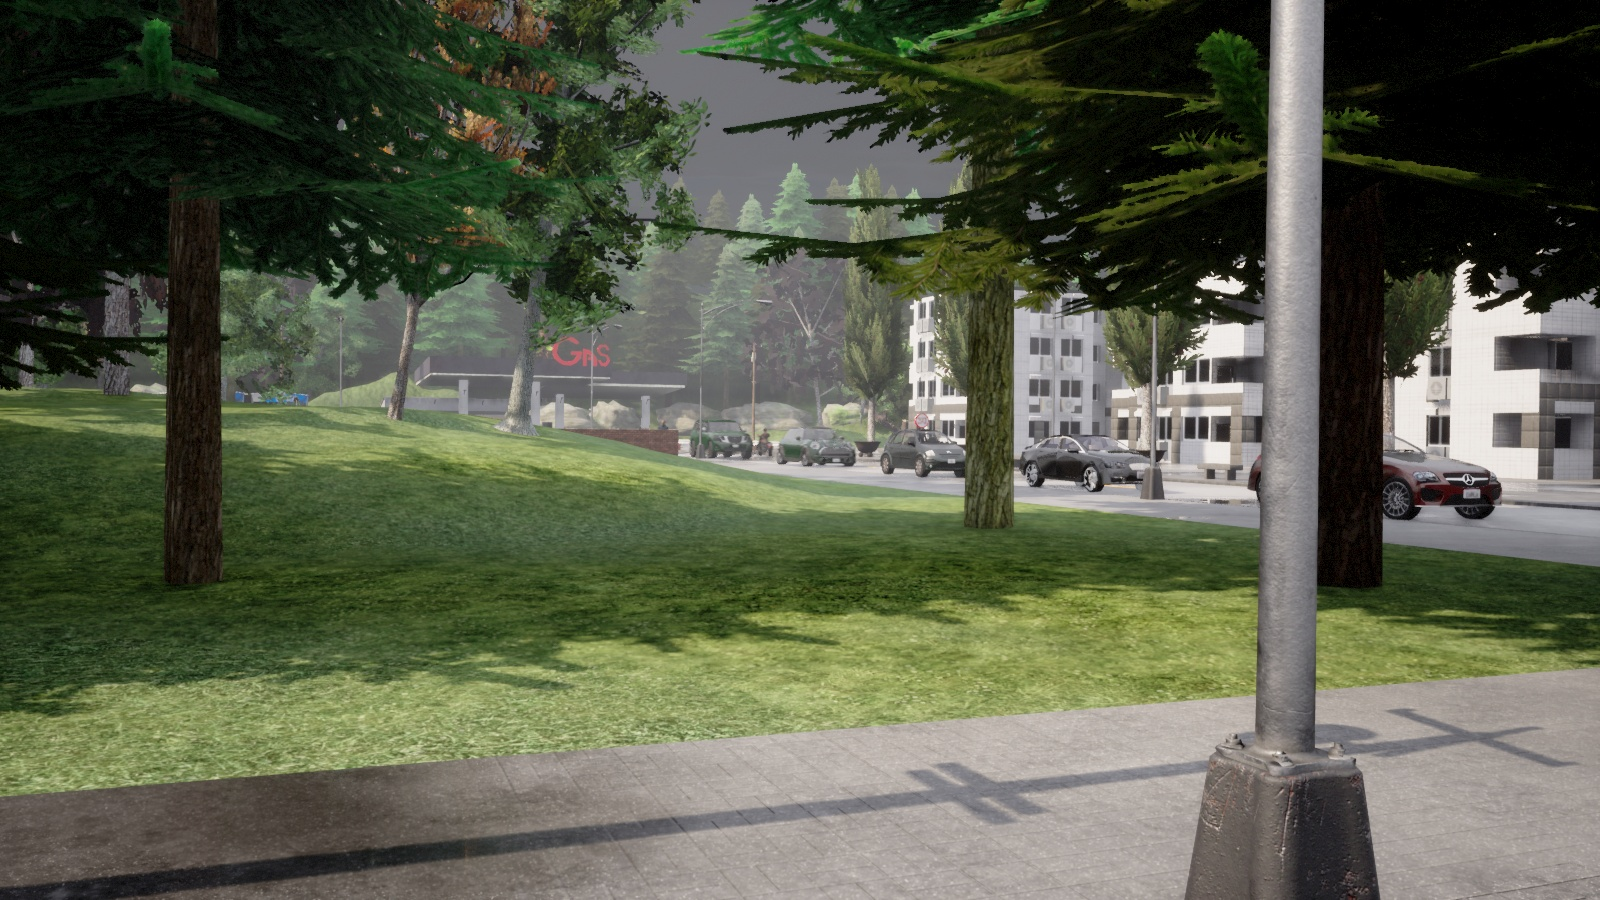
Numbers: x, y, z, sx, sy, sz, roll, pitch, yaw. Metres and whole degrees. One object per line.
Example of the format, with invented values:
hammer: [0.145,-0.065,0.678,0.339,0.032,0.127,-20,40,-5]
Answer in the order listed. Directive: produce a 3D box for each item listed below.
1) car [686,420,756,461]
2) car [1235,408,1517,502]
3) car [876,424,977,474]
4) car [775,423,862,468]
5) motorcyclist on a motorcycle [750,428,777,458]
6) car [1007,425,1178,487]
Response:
car: [-4.190,-0.506,65.689,2.150,2.045,5.566,-1,1,-20]
car: [11.236,0.049,24.984,2.152,1.651,5.027,-1,1,-21]
car: [4.296,-0.054,43.232,1.851,1.617,3.988,-1,1,-21]
car: [0.705,-0.208,52.687,2.097,1.767,4.553,-1,1,-21]
motorcyclist on a motorcycle: [-2.082,-0.388,71.237,0.766,1.649,2.350,-1,1,-21]
car: [7.799,0.117,34.011,2.128,1.511,4.902,-1,1,-21]
